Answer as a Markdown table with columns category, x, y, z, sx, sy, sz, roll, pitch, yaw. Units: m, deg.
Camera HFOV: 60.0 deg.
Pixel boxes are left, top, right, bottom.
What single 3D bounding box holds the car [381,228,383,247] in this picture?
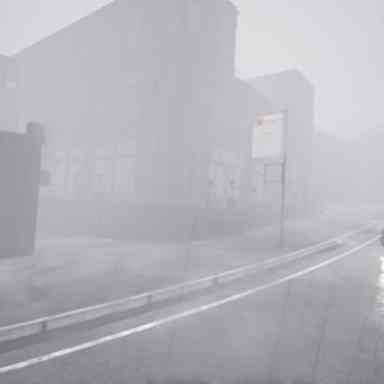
| category | x | y | z | sx | sy | sz | roll | pitch | yaw |
| --- | --- | --- | --- | --- | --- | --- | --- | --- | --- |
| car | 9.138 | 1.438 | 13.585 | 1.812 | 1.442 | 4.674 | 1 | 1 | 40 |
